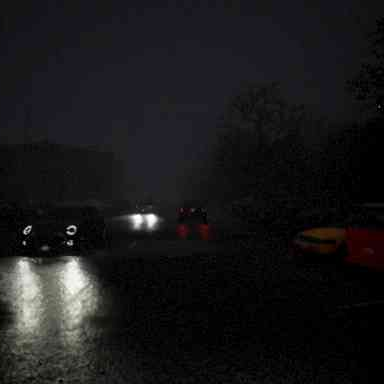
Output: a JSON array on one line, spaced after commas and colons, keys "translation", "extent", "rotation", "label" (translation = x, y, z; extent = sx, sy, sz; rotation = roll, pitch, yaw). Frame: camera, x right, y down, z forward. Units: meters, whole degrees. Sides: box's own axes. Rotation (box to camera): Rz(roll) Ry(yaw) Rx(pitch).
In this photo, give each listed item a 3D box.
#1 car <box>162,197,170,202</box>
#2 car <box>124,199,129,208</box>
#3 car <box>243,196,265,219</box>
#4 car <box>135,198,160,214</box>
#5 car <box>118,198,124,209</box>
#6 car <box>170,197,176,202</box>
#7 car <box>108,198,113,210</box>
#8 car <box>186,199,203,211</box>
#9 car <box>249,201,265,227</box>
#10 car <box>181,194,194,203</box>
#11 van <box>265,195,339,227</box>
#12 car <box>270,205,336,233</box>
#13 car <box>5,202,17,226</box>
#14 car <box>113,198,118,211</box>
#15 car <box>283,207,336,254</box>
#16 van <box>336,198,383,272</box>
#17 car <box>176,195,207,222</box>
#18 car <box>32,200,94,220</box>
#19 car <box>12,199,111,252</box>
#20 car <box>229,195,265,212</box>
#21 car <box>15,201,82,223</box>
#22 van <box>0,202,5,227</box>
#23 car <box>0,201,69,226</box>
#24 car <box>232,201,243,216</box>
[{"translation": [-5.675, 2.110, 93.492], "extent": [2.097, 1.535, 5.008], "rotation": [-1, -1, -27], "label": "car"}, {"translation": [-11.412, 1.575, 47.308], "extent": [4.892, 1.521, 2.231], "rotation": [-1, 0, -20], "label": "car"}, {"translation": [6.372, 1.384, 23.829], "extent": [4.553, 1.767, 2.185], "rotation": [1, 0, -20], "label": "car"}, {"translation": [-5.056, 1.660, 36.800], "extent": [1.895, 1.301, 4.718], "rotation": [0, 0, 0], "label": "car"}, {"translation": [-11.423, 1.559, 41.445], "extent": [4.892, 1.521, 2.231], "rotation": [-1, 0, -20], "label": "car"}, {"translation": [-3.468, 2.017, 88.193], "extent": [2.231, 1.521, 4.892], "rotation": [0, -1, -18], "label": "car"}, {"translation": [-11.587, 1.541, 35.508], "extent": [5.366, 1.575, 1.946], "rotation": [-1, 0, -20], "label": "car"}, {"translation": [0.350, 1.642, 43.645], "extent": [1.994, 1.385, 4.181], "rotation": [0, 0, 4], "label": "car"}, {"translation": [6.426, 1.533, 20.905], "extent": [4.792, 1.488, 2.163], "rotation": [1, 0, -20], "label": "car"}, {"translation": [-1.014, 1.568, 77.034], "extent": [2.435, 2.045, 5.566], "rotation": [0, -1, -7], "label": "car"}, {"translation": [6.507, 1.272, 17.996], "extent": [4.442, 1.987, 1.878], "rotation": [1, 0, -20], "label": "van"}, {"translation": [6.391, 1.492, 15.006], "extent": [4.892, 1.521, 2.231], "rotation": [1, 0, -20], "label": "car"}, {"translation": [-11.448, 1.378, 20.901], "extent": [4.553, 1.767, 2.185], "rotation": [-1, 0, -20], "label": "car"}, {"translation": [-11.418, 1.590, 38.512], "extent": [4.674, 1.452, 2.002], "rotation": [-1, 0, -20], "label": "car"}, {"translation": [6.225, 1.482, 11.996], "extent": [5.366, 1.575, 1.946], "rotation": [1, 0, -20], "label": "car"}, {"translation": [6.510, 1.261, 9.160], "extent": [4.442, 1.987, 1.878], "rotation": [1, 0, -20], "label": "van"}, {"translation": [0.063, 1.383, 26.622], "extent": [2.097, 1.767, 4.553], "rotation": [0, 0, 0], "label": "car"}, {"translation": [-11.426, 1.528, 29.713], "extent": [4.892, 1.521, 2.231], "rotation": [-1, 0, -20], "label": "car"}, {"translation": [-5.075, 1.355, 13.760], "extent": [2.097, 1.767, 4.553], "rotation": [0, 0, 0], "label": "car"}, {"translation": [6.377, 1.282, 32.659], "extent": [5.566, 2.045, 2.435], "rotation": [1, 0, -20], "label": "car"}, {"translation": [-11.388, 1.548, 26.787], "extent": [4.792, 1.488, 2.163], "rotation": [-1, 0, -20], "label": "car"}, {"translation": [-11.311, 1.264, 15.084], "extent": [4.442, 1.987, 1.878], "rotation": [-1, 0, -20], "label": "van"}, {"translation": [-11.422, 1.512, 23.840], "extent": [4.892, 1.521, 2.231], "rotation": [-1, 0, -20], "label": "car"}, {"translation": [6.424, 1.555, 29.740], "extent": [4.792, 1.488, 2.163], "rotation": [1, 0, -20], "label": "car"}]
